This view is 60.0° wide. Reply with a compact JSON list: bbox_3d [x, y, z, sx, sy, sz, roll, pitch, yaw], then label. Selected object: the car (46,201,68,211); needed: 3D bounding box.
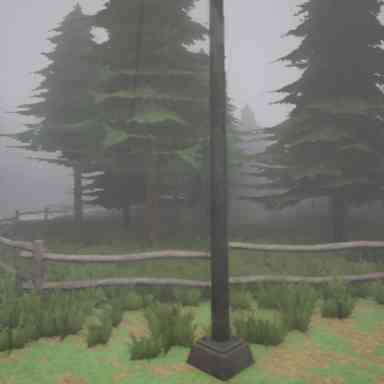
[{"bbox_3d":[-13.879,1.720,36.224,2.128,1.511,4.902,-1,0,10],"label":"car"}]
